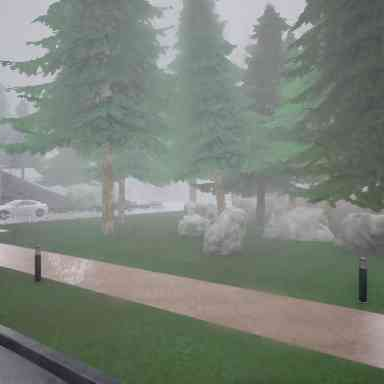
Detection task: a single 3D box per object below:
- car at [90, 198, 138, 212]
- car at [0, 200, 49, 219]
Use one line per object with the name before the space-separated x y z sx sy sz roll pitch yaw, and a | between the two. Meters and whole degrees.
car | -8.211 1.385 35.652 2.033 1.411 5.357 0 0 36
car | -14.182 1.363 27.315 1.812 1.442 4.674 0 0 35
